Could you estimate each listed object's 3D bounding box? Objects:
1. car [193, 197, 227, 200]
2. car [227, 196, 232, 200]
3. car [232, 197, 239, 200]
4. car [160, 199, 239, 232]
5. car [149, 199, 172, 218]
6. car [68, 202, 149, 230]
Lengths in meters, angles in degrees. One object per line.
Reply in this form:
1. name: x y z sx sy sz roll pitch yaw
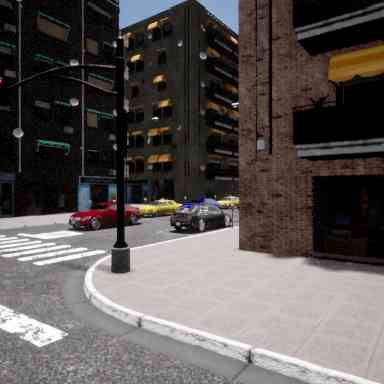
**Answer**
1. car: 0.709 1.221 27.692 1.812 1.442 4.674 0 1 36
2. car: 4.082 1.111 36.540 1.752 1.417 4.829 1 1 36
3. car: 6.550 1.097 35.741 1.812 1.442 4.674 0 1 36
4. car: 0.591 1.333 18.305 2.008 1.369 4.403 1 1 36
5. car: -2.576 1.252 27.359 1.752 1.417 4.829 1 1 36
6. car: -5.011 1.343 19.788 1.812 1.442 4.674 0 1 36
